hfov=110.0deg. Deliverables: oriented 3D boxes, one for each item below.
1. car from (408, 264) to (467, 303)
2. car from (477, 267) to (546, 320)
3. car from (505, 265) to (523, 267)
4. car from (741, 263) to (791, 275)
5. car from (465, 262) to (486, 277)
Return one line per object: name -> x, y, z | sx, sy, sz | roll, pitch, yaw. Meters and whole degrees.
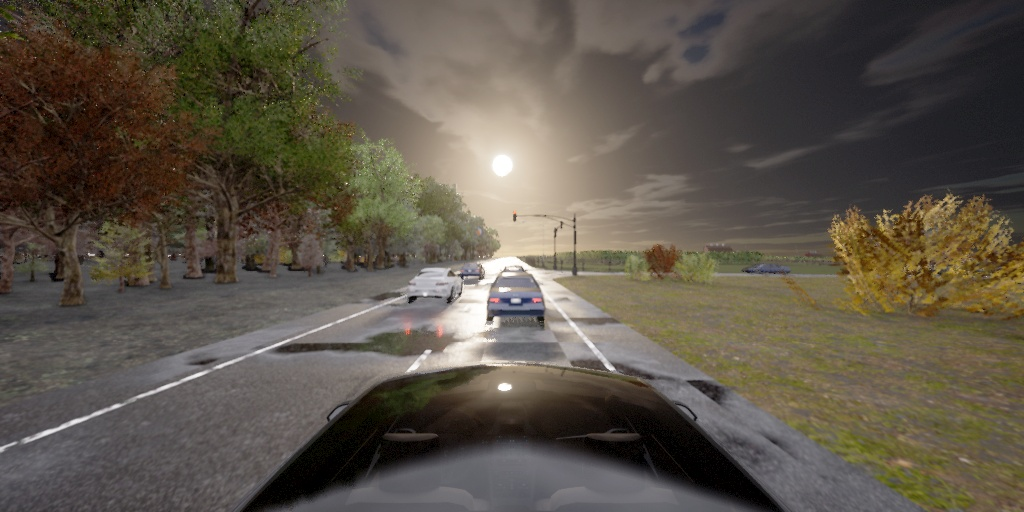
car -> -3.392, 1.251, 16.345 | 1.812, 1.442, 4.674 | 0, 0, 0
car -> 0.107, 1.280, 12.439 | 2.033, 1.411, 5.357 | 0, 0, 0
car -> 0.119, 1.278, 23.166 | 1.994, 1.385, 4.181 | 0, 0, 0
car -> 31.985, 1.623, 45.210 | 5.357, 1.411, 2.033 | 1, -1, 0
car -> -3.383, 1.247, 31.250 | 2.033, 1.411, 5.357 | 0, 0, 0
